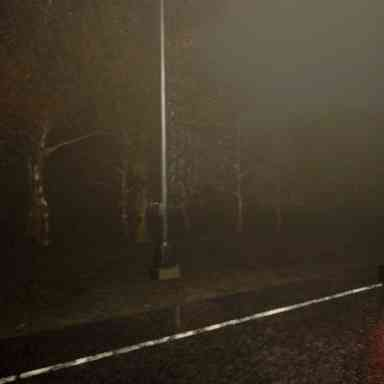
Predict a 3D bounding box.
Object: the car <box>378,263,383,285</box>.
[{"bbox_3d":[6.483,1.739,7.667,4.718,1.301,1.895,0,-2,-31],"label":"car"}]
